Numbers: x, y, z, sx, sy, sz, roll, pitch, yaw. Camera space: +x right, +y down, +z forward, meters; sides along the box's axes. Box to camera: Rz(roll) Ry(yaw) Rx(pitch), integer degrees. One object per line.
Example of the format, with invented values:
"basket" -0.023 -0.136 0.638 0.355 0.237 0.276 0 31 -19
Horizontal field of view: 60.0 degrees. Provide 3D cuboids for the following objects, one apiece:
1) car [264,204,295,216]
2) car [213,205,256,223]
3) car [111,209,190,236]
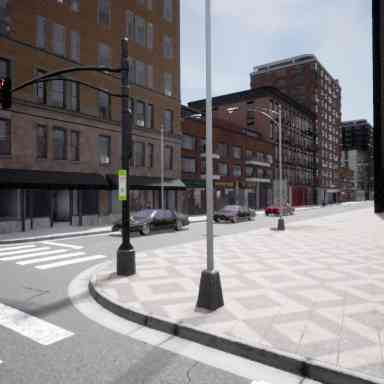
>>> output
"car" 9.653 1.929 36.522 1.895 1.301 4.718 -1 -1 36
"car" 3.642 1.793 28.191 2.033 1.411 5.357 -1 -1 35
"car" -2.260 1.708 19.981 2.033 1.411 5.357 -1 -1 36
